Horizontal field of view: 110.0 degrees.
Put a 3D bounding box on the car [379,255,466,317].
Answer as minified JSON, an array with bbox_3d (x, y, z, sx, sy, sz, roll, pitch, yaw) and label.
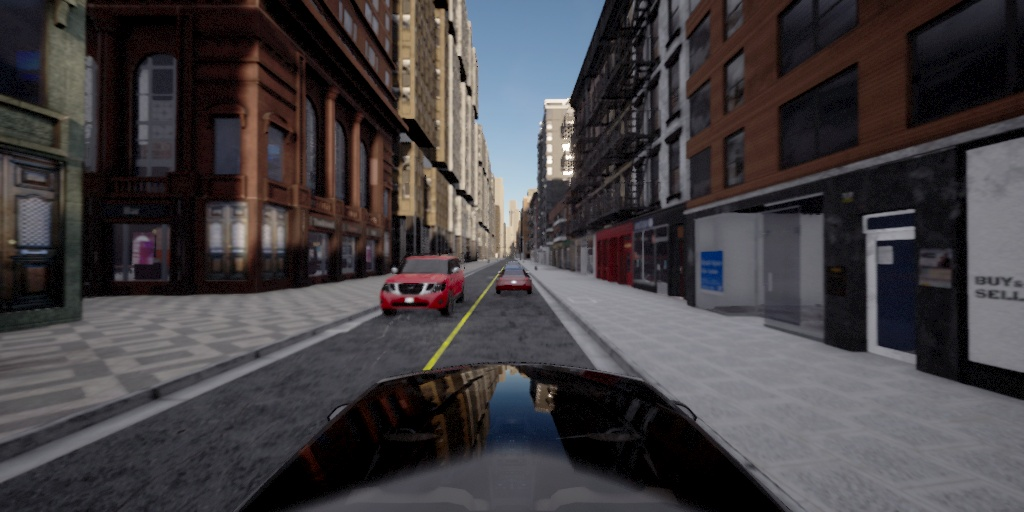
[{"bbox_3d":[-3.096,0.977,13.605,2.150,2.045,5.566,0,0,0],"label":"car"}]

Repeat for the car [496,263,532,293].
[{"bbox_3d":[0.105,1.324,20.738,1.994,1.385,4.181,0,0,0],"label":"car"}]
